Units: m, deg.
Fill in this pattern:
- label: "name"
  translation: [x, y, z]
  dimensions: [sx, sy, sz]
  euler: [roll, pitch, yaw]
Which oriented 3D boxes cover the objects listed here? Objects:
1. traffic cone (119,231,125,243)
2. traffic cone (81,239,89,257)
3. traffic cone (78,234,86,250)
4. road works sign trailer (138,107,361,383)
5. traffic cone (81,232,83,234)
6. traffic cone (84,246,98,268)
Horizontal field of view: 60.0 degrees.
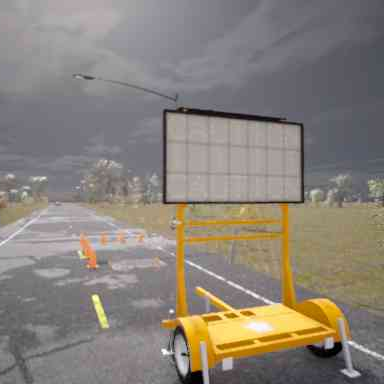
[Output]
- label: "traffic cone"
  translation: [-3.674, 2.344, 17.470]
  dimensions: [0.340, 0.580, 0.340]
  euler: [0, -1, -22]
- label: "traffic cone"
  translation: [-4.069, 2.246, 13.017]
  dimensions: [0.340, 0.580, 0.340]
  euler: [0, -1, -22]
- label: "traffic cone"
  translation: [-4.802, 2.287, 14.877]
  dimensions: [0.340, 0.580, 0.340]
  euler: [0, -1, -22]
- label: "road works sign trailer"
  translation: [0.615, 0.582, 5.223]
  dimensions: [2.380, 3.560, 2.880]
  euler: [0, -1, -22]
- label: "traffic cone"
  translation: [-5.535, 2.328, 16.737]
  dimensions: [0.340, 0.580, 0.340]
  euler: [0, -1, -22]
- label: "traffic cone"
  translation: [-3.335, 2.205, 11.156]
  dimensions: [0.340, 0.580, 0.340]
  euler: [0, -1, -22]
